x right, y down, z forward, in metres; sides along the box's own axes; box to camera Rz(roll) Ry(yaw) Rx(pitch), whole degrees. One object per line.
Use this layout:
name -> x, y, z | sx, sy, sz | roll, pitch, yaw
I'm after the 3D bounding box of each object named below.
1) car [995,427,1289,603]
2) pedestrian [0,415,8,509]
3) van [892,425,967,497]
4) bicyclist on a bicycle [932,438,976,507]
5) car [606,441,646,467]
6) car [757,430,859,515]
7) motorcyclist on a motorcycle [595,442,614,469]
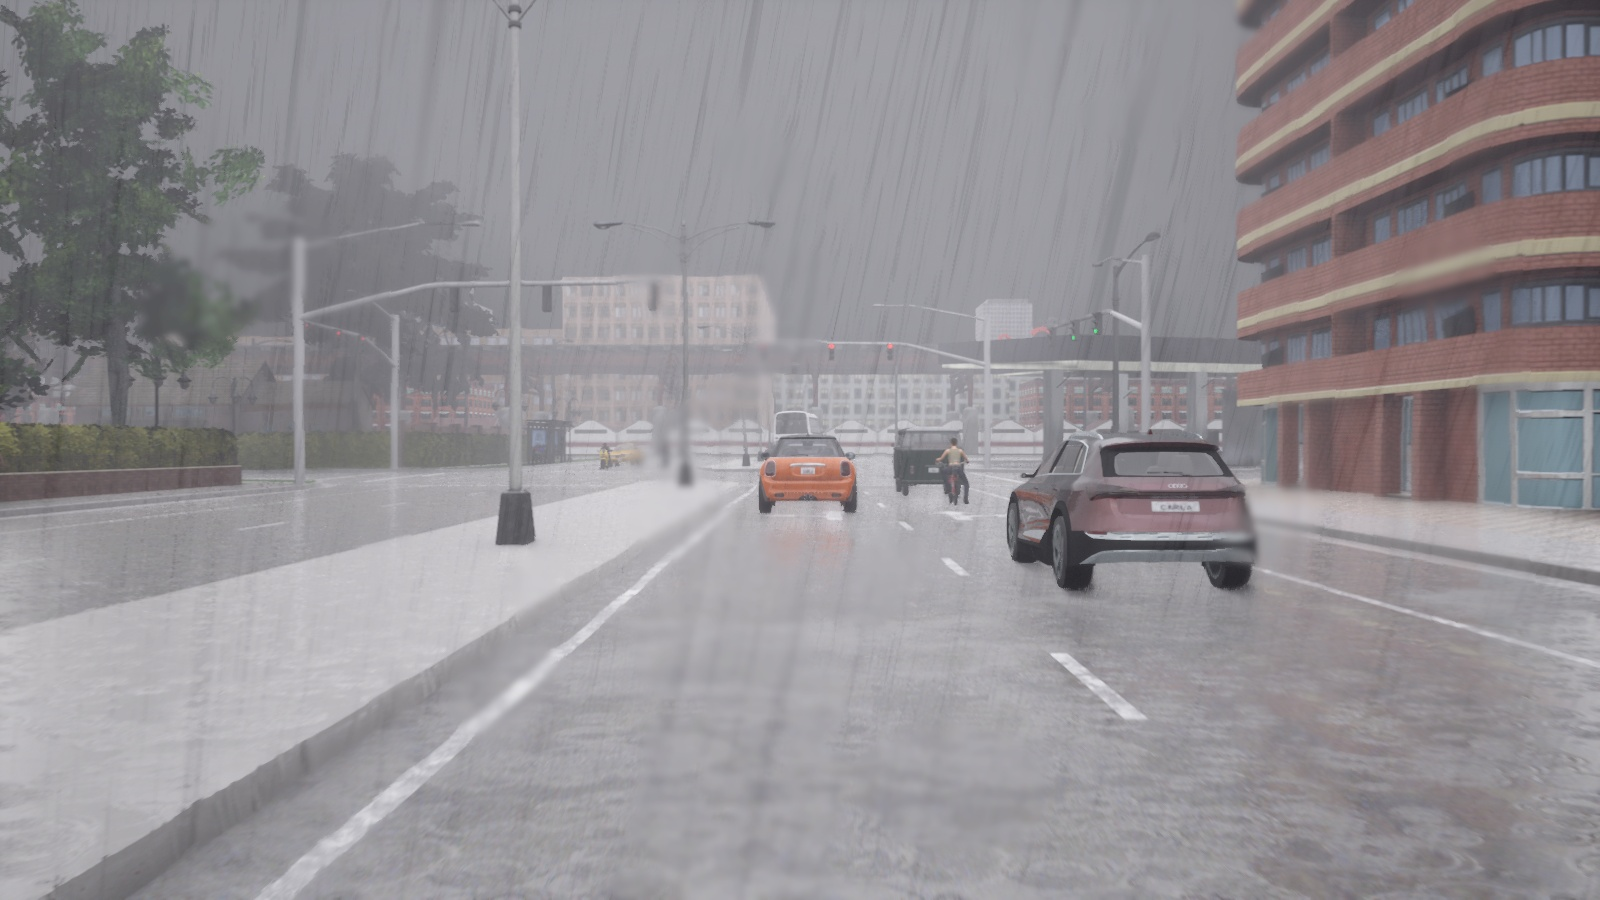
car -> 3.596, 0.599, 14.241 | 2.033, 1.649, 4.856 | 0, 0, 0
pedestrian -> -16.906, 0.242, 25.854 | 0.659, 1.952, 0.873 | 0, 0, -1
van -> 3.725, 0.295, 36.841 | 1.775, 1.987, 4.442 | 0, 0, 0
bicyclist on a bicycle -> 3.688, 0.516, 30.138 | 0.866, 1.612, 1.509 | 0, 0, 0
car -> -11.031, 0.226, 79.962 | 1.801, 1.575, 5.366 | 0, 0, 0
car -> 0.176, 0.446, 28.259 | 2.097, 1.767, 4.553 | 0, 0, 0
motorcyclist on a motorcycle -> -11.096, 0.317, 71.396 | 0.797, 1.523, 2.044 | 0, 0, 0
